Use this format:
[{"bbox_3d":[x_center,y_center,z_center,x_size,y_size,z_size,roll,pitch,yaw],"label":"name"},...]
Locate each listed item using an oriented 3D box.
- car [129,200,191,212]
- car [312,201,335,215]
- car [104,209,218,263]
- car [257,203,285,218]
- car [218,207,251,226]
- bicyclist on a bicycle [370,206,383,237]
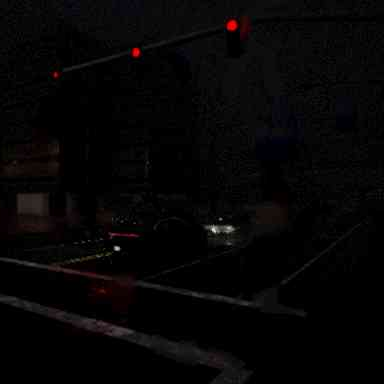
[{"bbox_3d":[-2.017,1.454,18.427,2.150,2.045,5.566,0,-1,31],"label":"car"},{"bbox_3d":[16.583,1.891,41.817,2.097,1.767,4.553,0,-1,32],"label":"car"},{"bbox_3d":[-1.176,1.656,12.957,2.128,1.511,4.902,-1,-1,32],"label":"car"},{"bbox_3d":[8.487,1.932,35.556,1.882,1.535,5.008,0,-1,31],"label":"car"},{"bbox_3d":[3.196,1.907,26.935,1.994,1.385,4.181,0,-1,31],"label":"car"},{"bbox_3d":[10.058,1.528,17.112,1.656,1.620,0.582,-1,-1,31],"label":"bicyclist on a bicycle"}]
